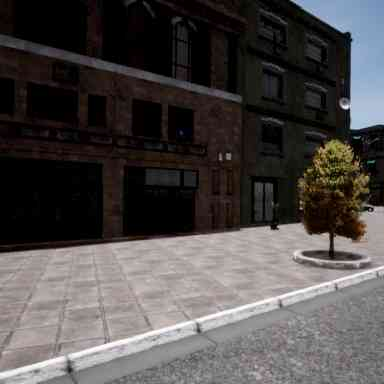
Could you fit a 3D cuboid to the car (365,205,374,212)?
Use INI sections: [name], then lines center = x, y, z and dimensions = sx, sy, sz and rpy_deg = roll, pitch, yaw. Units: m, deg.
[car]
center = 18.692, 1.568, 38.151
dimensions = 1.947, 1.339, 4.313
rpy_deg = 1, -1, -18
